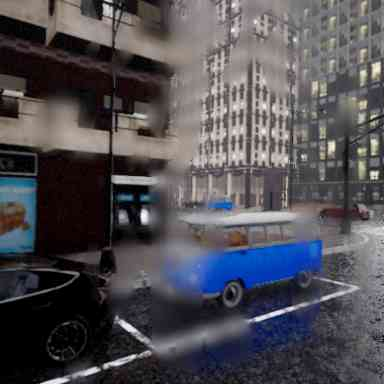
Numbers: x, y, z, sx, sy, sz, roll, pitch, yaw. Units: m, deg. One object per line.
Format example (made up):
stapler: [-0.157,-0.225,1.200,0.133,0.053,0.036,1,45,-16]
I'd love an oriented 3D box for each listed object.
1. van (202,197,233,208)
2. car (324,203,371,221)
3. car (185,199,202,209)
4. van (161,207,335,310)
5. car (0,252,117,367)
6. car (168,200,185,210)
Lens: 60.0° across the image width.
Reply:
van: [3.594,1.557,43.313,1.690,1.788,3.998,2,-1,-36]
car: [13.447,1.679,29.527,1.967,1.590,4.097,2,-1,-36]
car: [0.304,1.759,47.906,2.008,1.369,4.403,2,-1,-36]
van: [1.287,1.376,7.640,3.998,1.788,1.690,0,1,-36]
car: [-3.118,1.565,4.272,4.313,1.339,1.947,0,1,-36]
car: [-3.227,1.550,38.439,2.008,1.369,4.403,2,-1,-36]
